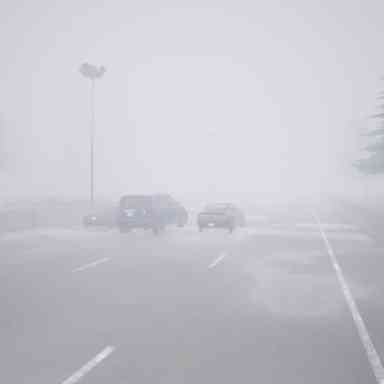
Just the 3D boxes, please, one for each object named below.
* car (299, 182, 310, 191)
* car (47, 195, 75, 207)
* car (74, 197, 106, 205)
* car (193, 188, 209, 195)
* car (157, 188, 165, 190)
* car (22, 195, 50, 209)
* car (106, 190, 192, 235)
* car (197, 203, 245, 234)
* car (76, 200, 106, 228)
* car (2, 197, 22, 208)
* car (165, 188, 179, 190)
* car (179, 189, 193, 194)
[{"bbox_3d":[30.848,-1.173,90.284,2.097,1.767,4.553,0,3,19],"label":"car"},{"bbox_3d":[-13.920,1.246,38.389,1.895,1.301,4.718,0,1,19],"label":"car"},{"bbox_3d":[-10.607,1.242,37.264,1.895,1.301,4.718,0,1,19],"label":"car"},{"bbox_3d":[2.609,-0.206,76.116,2.097,1.767,4.553,0,2,19],"label":"car"},{"bbox_3d":[-7.340,-0.195,79.475,2.097,1.767,4.553,0,2,19],"label":"car"},{"bbox_3d":[-17.220,1.125,39.546,1.882,1.535,5.008,0,1,19],"label":"car"},{"bbox_3d":[-2.068,1.095,18.202,2.150,2.045,5.566,0,1,19],"label":"car"},{"bbox_3d":[1.710,1.342,18.443,2.128,1.511,4.902,0,1,19],"label":"car"},{"bbox_3d":[-4.910,1.420,20.719,1.994,1.385,4.181,0,1,19],"label":"car"},{"bbox_3d":[-20.544,1.252,40.638,1.895,1.301,4.718,0,1,19],"label":"car"},{"bbox_3d":[-4.031,-0.053,78.332,1.837,1.490,4.892,0,2,19],"label":"car"},{"bbox_3d":[-0.724,0.040,77.187,1.895,1.301,4.718,0,2,19],"label":"car"}]
